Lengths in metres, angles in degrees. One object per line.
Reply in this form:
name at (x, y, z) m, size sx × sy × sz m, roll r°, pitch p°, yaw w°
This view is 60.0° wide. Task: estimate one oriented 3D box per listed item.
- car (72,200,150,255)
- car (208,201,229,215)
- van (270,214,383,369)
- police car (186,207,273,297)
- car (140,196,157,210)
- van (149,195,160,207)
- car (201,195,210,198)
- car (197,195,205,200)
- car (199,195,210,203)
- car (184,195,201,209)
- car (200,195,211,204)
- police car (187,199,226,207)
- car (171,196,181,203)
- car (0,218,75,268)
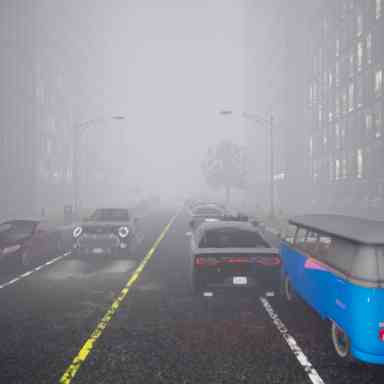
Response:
car at (-3.131, 1.351, 13.263) m, size 2.097 × 1.767 × 4.553 m, roll 0°, pitch 0°, yaw 0°
car at (2.609, 1.581, 34.054) m, size 1.802 × 1.307 × 4.206 m, roll 0°, pitch 0°, yaw 0°
van at (2.677, 1.341, 5.592) m, size 1.690 × 1.788 × 3.998 m, roll 0°, pitch 0°, yaw 0°
police car at (0.879, 1.425, 8.716) m, size 1.930 × 1.638 × 5.238 m, roll 0°, pitch 0°, yaw 0°
car at (-5.786, 1.548, 39.729) m, size 2.008 × 1.369 × 4.403 m, roll 0°, pitch 0°, yaw 0°
van at (-5.813, 1.328, 51.115) m, size 1.690 × 1.788 × 3.998 m, roll 0°, pitch 0°, yaw 0°
car at (2.582, 1.544, 45.439) m, size 2.008 × 1.369 × 4.403 m, roll 0°, pitch 0°, yaw 0°
car at (2.472, 1.463, 90.978) m, size 1.887 × 1.381 × 4.507 m, roll 0°, pitch 0°, yaw 0°
car at (2.527, 1.401, 68.208) m, size 1.967 × 1.590 × 4.097 m, roll 0°, pitch 0°, yaw 0°
car at (-0.102, 1.471, 45.189) m, size 1.882 × 1.535 × 5.008 m, roll 0°, pitch 0°, yaw 1°
car at (2.541, 1.410, 62.516) m, size 1.967 × 1.590 × 4.097 m, roll 0°, pitch 0°, yaw 0°
police car at (0.855, 1.425, 18.716) m, size 1.930 × 1.638 × 5.238 m, roll 0°, pitch 0°, yaw 0°
car at (-3.163, 1.488, 67.584) m, size 1.812 × 1.442 × 4.674 m, roll 0°, pitch 0°, yaw 0°
car at (-5.717, 1.582, 11.266) m, size 1.802 × 1.307 × 4.206 m, roll 0°, pitch 0°, yaw 0°
